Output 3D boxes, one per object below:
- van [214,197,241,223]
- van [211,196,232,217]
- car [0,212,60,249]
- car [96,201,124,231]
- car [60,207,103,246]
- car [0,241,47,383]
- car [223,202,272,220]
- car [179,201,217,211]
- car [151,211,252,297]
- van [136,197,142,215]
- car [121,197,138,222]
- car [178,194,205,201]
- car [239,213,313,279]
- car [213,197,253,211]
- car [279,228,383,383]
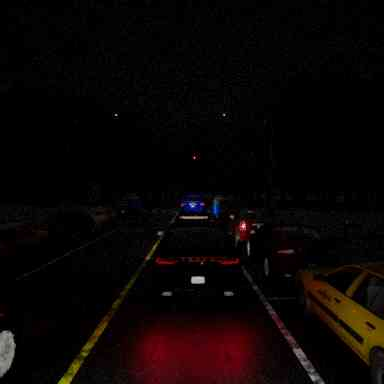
[{"bbox_3d":[2.747,1.344,26.162,1.690,1.788,3.998,0,0,0],"label":"van"},{"bbox_3d":[2.745,1.346,31.600,1.690,1.788,3.998,0,0,0],"label":"van"},{"bbox_3d":[-5.770,1.525,9.676,1.752,1.417,4.829,0,0,0],"label":"car"},{"bbox_3d":[-5.775,1.527,20.551,1.752,1.417,4.829,0,0,0],"label":"car"},{"bbox_3d":[-5.773,1.567,15.283,1.947,1.339,4.313,0,0,0],"label":"car"},{"bbox_3d":[-3.103,1.505,2.485,1.837,1.490,4.892,0,0,0],"label":"car"},{"bbox_3d":[2.752,1.441,15.287,1.967,1.590,4.097,0,0,0],"label":"car"},{"bbox_3d":[0.087,1.493,19.071,2.128,1.511,4.902,0,0,0],"label":"car"},{"bbox_3d":[0.090,1.478,8.627,1.882,1.535,5.008,0,0,0],"label":"car"},{"bbox_3d":[-5.781,1.346,31.596,1.690,1.788,3.998,0,0,0],"label":"van"},{"bbox_3d":[-5.778,1.443,26.158,1.967,1.590,4.097,0,0,0],"label":"car"},{"bbox_3d":[0.009,1.225,29.438,2.150,2.045,5.566,0,0,-2],"label":"car"},{"bbox_3d":[2.755,1.545,9.850,1.887,1.381,4.507,0,0,0],"label":"car"},{"bbox_3d":[2.750,1.317,20.725,2.192,1.841,5.009,0,0,0],"label":"car"},{"bbox_3d":[2.758,1.525,4.582,1.752,1.417,4.829,0,0,0],"label":"car"}]
